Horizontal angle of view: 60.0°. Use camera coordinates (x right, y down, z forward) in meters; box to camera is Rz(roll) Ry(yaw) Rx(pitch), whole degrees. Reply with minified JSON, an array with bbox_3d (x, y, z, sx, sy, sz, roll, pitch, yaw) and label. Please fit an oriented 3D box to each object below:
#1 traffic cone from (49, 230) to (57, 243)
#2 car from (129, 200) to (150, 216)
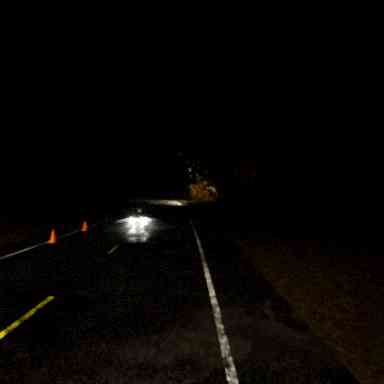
[{"bbox_3d":[-6.343,2.020,15.192,0.340,0.580,0.340,0,0,-1],"label":"traffic cone"},{"bbox_3d":[-5.527,1.607,34.659,2.128,1.511,4.902,0,0,-10],"label":"car"}]
